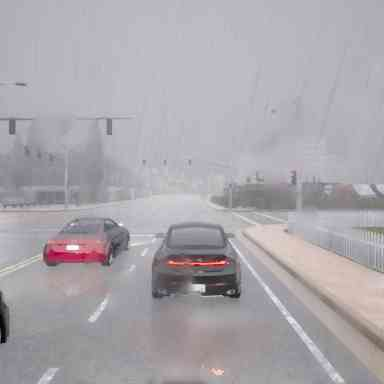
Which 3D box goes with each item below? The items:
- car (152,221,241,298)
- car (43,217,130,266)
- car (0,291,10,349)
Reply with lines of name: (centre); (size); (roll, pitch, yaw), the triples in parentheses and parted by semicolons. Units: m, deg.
car: (0.088, 1.505, 8.478); (1.837, 1.490, 4.892); (0, 0, 0)
car: (-3.416, 1.564, 11.517); (1.994, 1.385, 4.181); (0, 0, 0)
car: (-3.408, 1.492, 2.609); (2.128, 1.511, 4.902); (0, 0, 0)
